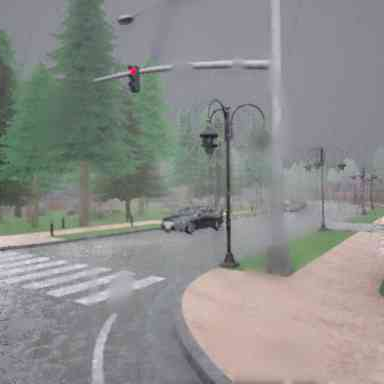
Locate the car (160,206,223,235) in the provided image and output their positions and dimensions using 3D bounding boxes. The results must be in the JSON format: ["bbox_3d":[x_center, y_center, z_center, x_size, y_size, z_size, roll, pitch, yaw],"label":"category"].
[{"bbox_3d":[0.081,1.626,20.002,2.128,1.511,4.902,-1,0,34],"label":"car"}]

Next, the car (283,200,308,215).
[{"bbox_3d":[11.378,1.634,36.637,2.128,1.511,4.902,-1,-1,34],"label":"car"}]
